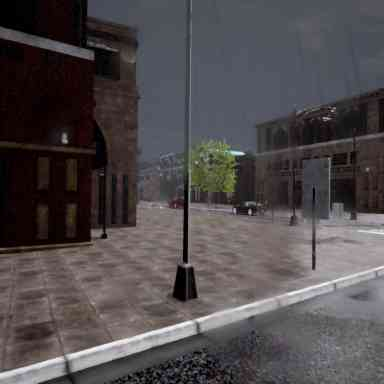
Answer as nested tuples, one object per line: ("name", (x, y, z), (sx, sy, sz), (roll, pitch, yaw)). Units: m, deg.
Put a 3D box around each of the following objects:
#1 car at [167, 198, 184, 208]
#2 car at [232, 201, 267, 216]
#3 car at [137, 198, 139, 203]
("car", (-2.191, 1.628, 49.300), (1.887, 1.381, 4.507), (1, -1, -27))
("car", (5.761, 1.628, 33.759), (2.008, 1.369, 4.403), (1, -1, -27))
("car", (-12.227, 1.671, 68.993), (1.802, 1.307, 4.206), (1, -1, -27))
